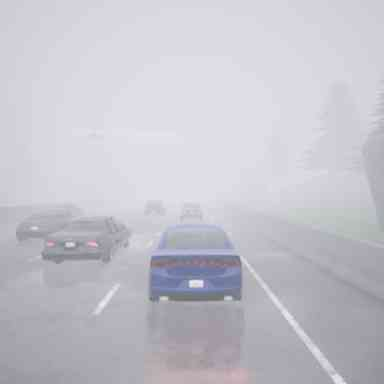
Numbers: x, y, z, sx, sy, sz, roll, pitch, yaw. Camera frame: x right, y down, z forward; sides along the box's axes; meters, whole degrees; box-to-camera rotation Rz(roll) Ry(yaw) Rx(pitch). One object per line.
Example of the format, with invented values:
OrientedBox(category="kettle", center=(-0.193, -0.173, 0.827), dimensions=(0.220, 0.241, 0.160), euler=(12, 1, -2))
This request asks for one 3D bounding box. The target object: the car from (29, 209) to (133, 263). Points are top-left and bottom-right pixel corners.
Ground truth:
OrientedBox(category="car", center=(-3.454, 1.546, 11.919), dimensions=(2.033, 1.411, 5.357), euler=(0, 0, 0))

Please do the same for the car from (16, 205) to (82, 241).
OrientedBox(category="car", center=(-6.980, 1.581, 16.738), dimensions=(1.994, 1.385, 4.181), euler=(0, 0, 0))

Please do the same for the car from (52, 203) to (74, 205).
OrientedBox(category="car", center=(-10.535, 1.603, 27.398), dimensions=(2.033, 1.411, 5.357), euler=(0, 0, 0))

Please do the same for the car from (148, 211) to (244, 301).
OrientedBox(category="car", center=(0.064, 1.466, 8.337), dimensions=(1.882, 1.535, 5.008), euler=(0, 0, 0))

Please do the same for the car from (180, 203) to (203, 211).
OrientedBox(category="car", center=(-0.035, 1.584, 27.464), dimensions=(2.033, 1.411, 5.357), euler=(0, 0, 0))

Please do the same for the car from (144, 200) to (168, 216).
OrientedBox(category="car", center=(-3.563, 1.565, 32.900), dimensions=(1.837, 1.490, 4.892), euler=(0, 0, 0))
